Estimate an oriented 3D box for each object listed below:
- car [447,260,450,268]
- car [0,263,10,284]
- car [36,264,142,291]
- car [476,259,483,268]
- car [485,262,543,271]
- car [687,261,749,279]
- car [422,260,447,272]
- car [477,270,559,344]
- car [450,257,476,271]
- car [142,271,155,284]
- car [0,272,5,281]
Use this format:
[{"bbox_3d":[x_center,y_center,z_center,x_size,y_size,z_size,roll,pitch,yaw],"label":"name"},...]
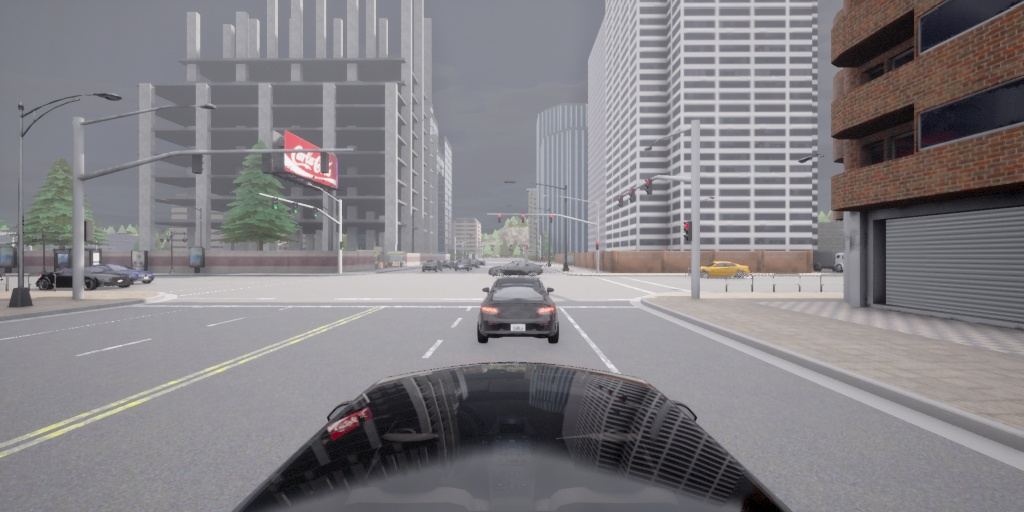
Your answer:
[{"bbox_3d":[-9.950,1.297,55.389,2.033,1.411,5.357,0,0,1],"label":"car"},{"bbox_3d":[-38.862,1.254,25.113,4.892,1.490,1.837,0,0,0],"label":"car"},{"bbox_3d":[-25.501,1.314,21.518,4.181,1.385,1.994,0,0,0],"label":"car"},{"bbox_3d":[-6.393,1.255,58.963,1.837,1.490,4.892,0,0,1],"label":"car"},{"bbox_3d":[0.368,1.241,32.041,4.902,1.511,2.128,0,0,0],"label":"car"},{"bbox_3d":[18.262,1.227,31.914,5.008,1.535,1.882,0,0,0],"label":"car"},{"bbox_3d":[-10.073,1.255,45.653,1.837,1.490,4.892,0,0,1],"label":"car"},{"bbox_3d":[0.161,1.276,9.513,1.812,1.442,4.674,0,0,1],"label":"car"},{"bbox_3d":[-6.533,1.241,48.558,2.128,1.511,4.902,0,0,1],"label":"car"},{"bbox_3d":[-27.853,1.276,25.035,4.674,1.442,1.812,0,0,0],"label":"car"},{"bbox_3d":[-34.200,1.103,21.581,4.553,1.767,2.097,0,0,0],"label":"car"}]
